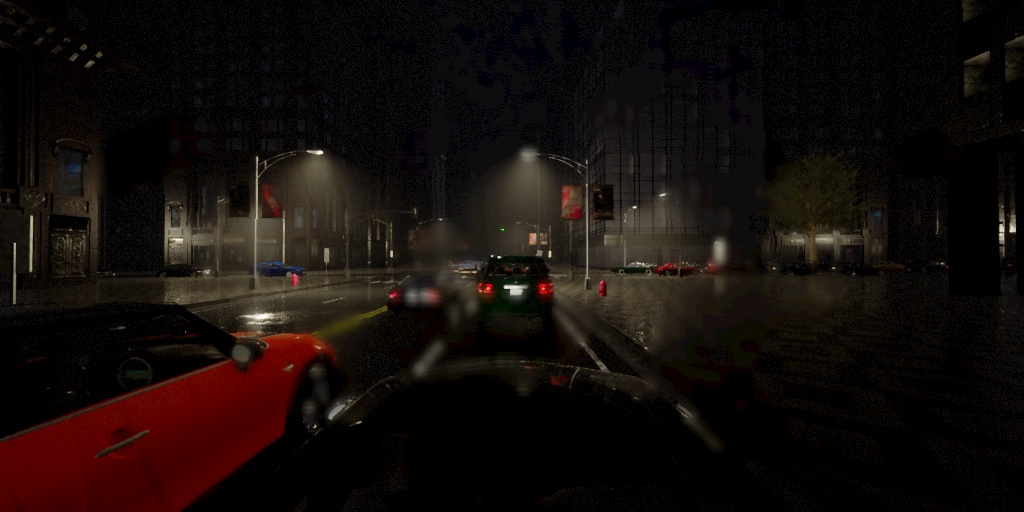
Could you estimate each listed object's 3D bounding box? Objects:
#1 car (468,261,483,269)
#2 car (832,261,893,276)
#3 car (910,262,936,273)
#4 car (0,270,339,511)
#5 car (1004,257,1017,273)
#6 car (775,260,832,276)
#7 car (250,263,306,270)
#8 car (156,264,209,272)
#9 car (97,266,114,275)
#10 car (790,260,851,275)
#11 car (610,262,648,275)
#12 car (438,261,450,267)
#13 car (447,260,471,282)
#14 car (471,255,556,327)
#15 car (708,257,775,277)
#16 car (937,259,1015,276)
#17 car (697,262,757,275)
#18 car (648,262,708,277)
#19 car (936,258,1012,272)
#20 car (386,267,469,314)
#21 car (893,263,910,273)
[{"bbox_3d":[-6.465,1.605,64.021,2.033,1.411,5.357,0,0,1],"label":"car"},{"bbox_3d":[32.276,1.262,33.560,4.313,1.339,1.948,0,0,-1],"label":"car"},{"bbox_3d":[49.078,1.328,42.322,4.313,1.339,1.948,0,0,-1],"label":"car"},{"bbox_3d":[-3.146,1.102,2.519,2.097,1.767,4.553,0,0,0],"label":"car"},{"bbox_3d":[49.191,0.975,33.797,5.009,1.841,2.192,0,0,-1],"label":"car"},{"bbox_3d":[26.639,1.278,33.481,4.313,1.339,1.948,0,0,-1],"label":"car"},{"bbox_3d":[-23.046,1.410,35.411,5.008,1.535,1.882,0,-1,0],"label":"car"},{"bbox_3d":[-32.341,1.501,35.431,4.674,1.442,1.812,0,-1,0],"label":"car"},{"bbox_3d":[-42.364,1.526,35.460,4.892,1.490,1.837,0,-1,0],"label":"car"},{"bbox_3d":[33.757,1.253,39.344,4.902,1.511,2.128,0,-1,-1],"label":"car"},{"bbox_3d":[13.206,1.425,39.068,4.718,1.301,1.895,0,-1,-1],"label":"car"},{"bbox_3d":[-9.761,1.489,53.839,1.837,1.490,4.892,0,0,1],"label":"car"},{"bbox_3d":[-3.115,1.303,26.554,2.128,1.511,4.902,0,0,0],"label":"car"},{"bbox_3d":[0.115,0.984,11.660,2.150,2.045,5.566,0,0,0],"label":"car"},{"bbox_3d":[21.002,1.043,33.402,5.009,1.841,2.192,0,0,-1],"label":"car"},{"bbox_3d":[43.552,1.216,33.719,4.507,1.381,1.888,0,0,-1],"label":"car"},{"bbox_3d":[23.455,1.338,39.216,5.357,1.411,2.033,0,-1,-1],"label":"car"},{"bbox_3d":[15.363,1.330,33.322,4.207,1.307,1.802,0,0,-1],"label":"car"},{"bbox_3d":[46.779,1.201,36.340,4.892,1.490,1.837,0,-1,-1],"label":"car"},{"bbox_3d":[-3.122,1.313,13.787,2.033,1.411,5.357,0,0,0],"label":"car"},{"bbox_3d":[43.269,1.298,42.240,4.829,1.417,1.751,0,0,-1],"label":"car"}]
